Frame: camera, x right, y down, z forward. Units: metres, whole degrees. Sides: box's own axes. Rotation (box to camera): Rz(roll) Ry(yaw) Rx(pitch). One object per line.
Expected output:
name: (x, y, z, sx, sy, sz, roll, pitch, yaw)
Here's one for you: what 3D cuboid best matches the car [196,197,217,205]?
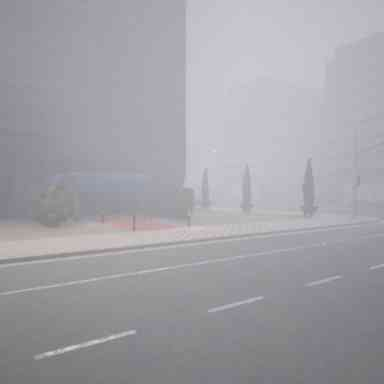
car: (2.522, 1.556, 57.863, 1.994, 1.385, 4.181, 0, 0, -35)
